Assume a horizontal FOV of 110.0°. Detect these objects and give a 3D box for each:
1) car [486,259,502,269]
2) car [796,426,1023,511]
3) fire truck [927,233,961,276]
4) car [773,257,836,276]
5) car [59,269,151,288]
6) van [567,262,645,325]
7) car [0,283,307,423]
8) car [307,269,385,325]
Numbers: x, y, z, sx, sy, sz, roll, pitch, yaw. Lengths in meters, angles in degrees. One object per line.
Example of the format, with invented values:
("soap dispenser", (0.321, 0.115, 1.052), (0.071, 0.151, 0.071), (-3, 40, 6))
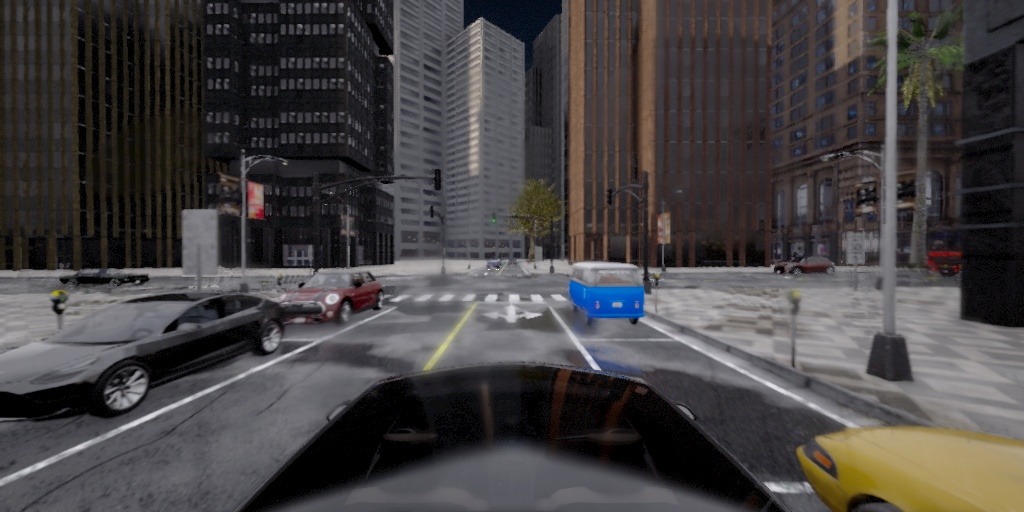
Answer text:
("car", (-2.980, 1.263, 56.169), (1.812, 1.442, 4.674), (0, 0, 1))
("car", (2.857, 1.275, 0.489), (1.751, 1.417, 4.829), (0, 0, 0))
("fire truck", (39.393, -0.237, 29.114), (8.468, 3.827, 2.891), (0, 1, 0))
("car", (26.351, 0.847, 32.413), (4.553, 1.767, 2.097), (0, 1, 0))
("car", (-28.861, 1.549, 25.551), (4.718, 1.301, 1.895), (0, 1, 0))
("van", (2.857, 1.090, 11.568), (1.690, 1.789, 3.998), (0, 0, 0))
("car", (-5.669, 1.315, 5.943), (1.948, 1.339, 4.313), (0, 0, 0))
("car", (-5.668, 1.188, 11.567), (1.967, 1.591, 4.097), (0, 0, 0))
